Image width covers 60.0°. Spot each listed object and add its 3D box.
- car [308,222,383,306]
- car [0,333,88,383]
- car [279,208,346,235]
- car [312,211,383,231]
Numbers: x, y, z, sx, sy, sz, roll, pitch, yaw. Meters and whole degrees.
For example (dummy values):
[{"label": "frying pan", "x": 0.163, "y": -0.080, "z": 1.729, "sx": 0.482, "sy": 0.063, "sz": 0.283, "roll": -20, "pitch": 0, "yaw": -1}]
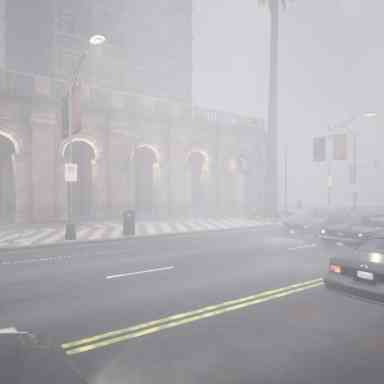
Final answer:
[{"label": "car", "x": 5.170, "y": 1.547, "z": 7.464, "sx": 5.357, "sy": 1.411, "sz": 2.033, "roll": 0, "pitch": 0, "yaw": -35}, {"label": "car", "x": -3.163, "y": 1.547, "z": 1.484, "sx": 5.357, "sy": 1.411, "sz": 2.033, "roll": 0, "pitch": 0, "yaw": -36}, {"label": "car", "x": 7.021, "y": 1.548, "z": 17.619, "sx": 5.357, "sy": 1.411, "sz": 2.033, "roll": 0, "pitch": 0, "yaw": -35}, {"label": "car", "x": 7.214, "y": 1.601, "z": 13.465, "sx": 4.718, "sy": 1.301, "sz": 1.895, "roll": 0, "pitch": 0, "yaw": -35}]
